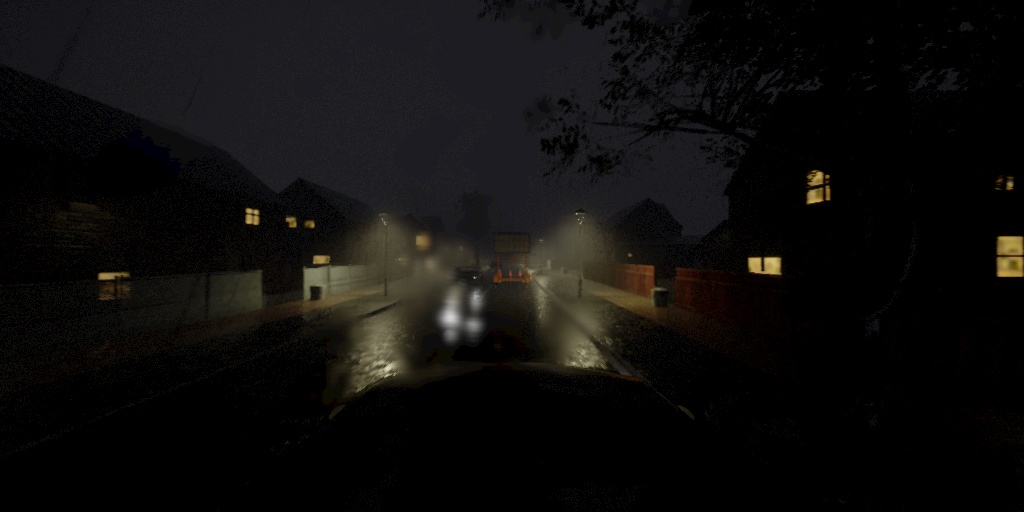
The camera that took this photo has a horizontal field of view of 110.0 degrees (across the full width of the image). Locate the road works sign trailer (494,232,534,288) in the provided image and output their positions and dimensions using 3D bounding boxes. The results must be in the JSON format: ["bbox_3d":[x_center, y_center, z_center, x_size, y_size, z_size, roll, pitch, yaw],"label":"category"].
[{"bbox_3d":[-0.005,0.217,23.519,2.380,3.560,2.880,0,0,0],"label":"road works sign trailer"}]

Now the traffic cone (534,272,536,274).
[{"bbox_3d":[1.984,1.417,36.523,0.340,0.580,0.340,0,0,-7],"label":"traffic cone"}]

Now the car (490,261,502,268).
[{"bbox_3d":[-2.793,1.494,64.122,1.994,1.385,4.181,0,0,1],"label":"car"}]

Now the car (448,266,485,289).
[{"bbox_3d":[-2.853,1.353,23.054,1.895,1.301,4.718,0,0,0],"label":"car"}]
